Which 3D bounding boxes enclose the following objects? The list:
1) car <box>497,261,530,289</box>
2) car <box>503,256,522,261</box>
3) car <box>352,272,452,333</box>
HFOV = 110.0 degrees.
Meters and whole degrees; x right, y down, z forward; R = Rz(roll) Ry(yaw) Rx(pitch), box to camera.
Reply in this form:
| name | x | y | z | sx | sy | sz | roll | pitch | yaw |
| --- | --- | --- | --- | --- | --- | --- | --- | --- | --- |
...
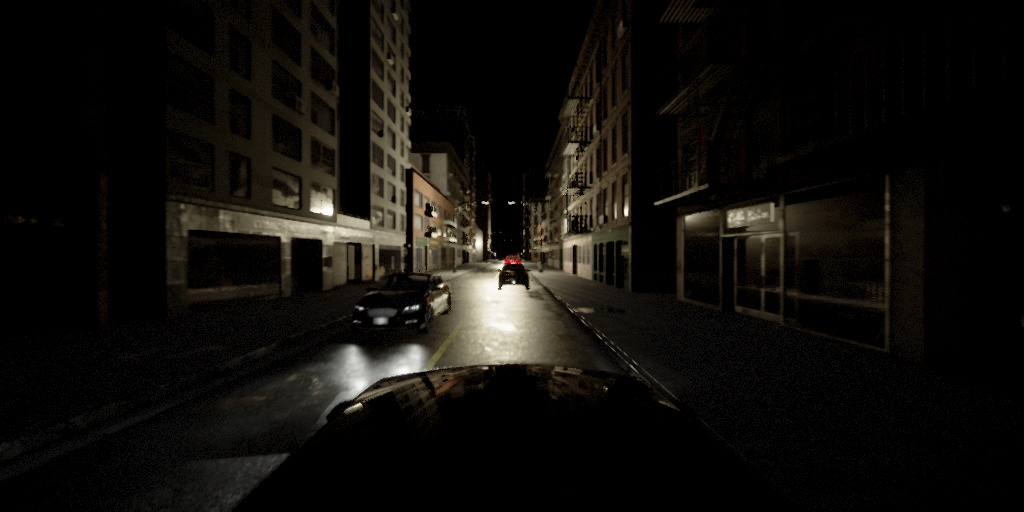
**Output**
| name | x | y | z | sx | sy | sz | roll | pitch | yaw |
| --- | --- | --- | --- | --- | --- | --- | --- | --- | --- |
| car | 0.102 | 1.251 | 23.131 | 1.837 | 1.490 | 4.892 | 0 | 0 | 0 |
| car | 0.105 | 0.956 | 45.037 | 2.150 | 2.045 | 5.566 | 0 | 0 | 0 |
| car | -3.018 | 1.242 | 10.739 | 2.128 | 1.511 | 4.902 | 0 | 0 | 0 |
